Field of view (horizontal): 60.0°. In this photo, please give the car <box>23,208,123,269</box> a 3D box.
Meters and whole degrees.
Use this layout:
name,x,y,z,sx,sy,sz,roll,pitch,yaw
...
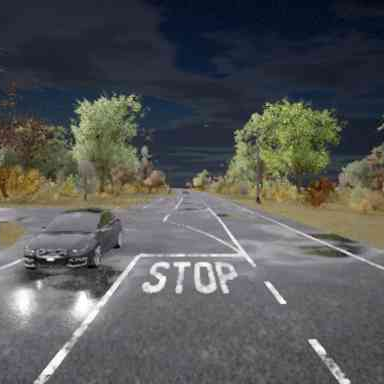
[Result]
name,x,y,z,sx,sy,sz,roll,pitch,yaw
car,-3.472,1.325,10.585,1.837,1.490,4.892,0,2,0

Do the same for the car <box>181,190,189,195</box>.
name,x,y,z,sx,sy,sz,roll,pitch,yaw
car,-2.034,0.153,95.518,1.895,1.301,4.718,0,1,6
